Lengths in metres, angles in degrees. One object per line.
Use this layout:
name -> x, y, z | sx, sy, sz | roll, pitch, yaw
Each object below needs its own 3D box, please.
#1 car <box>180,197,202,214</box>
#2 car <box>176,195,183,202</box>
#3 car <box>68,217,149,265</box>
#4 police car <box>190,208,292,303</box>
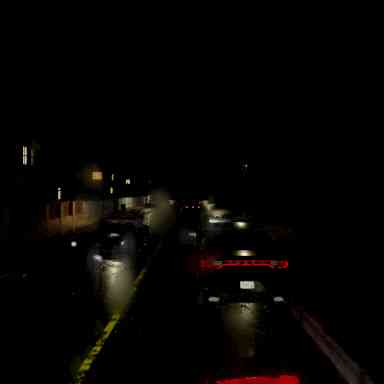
car -> 0.120, 1.548, 35.397 | 2.033, 1.411, 5.357 | 0, 0, 0
car -> -2.645, 1.466, 75.454 | 1.882, 1.535, 5.008 | 0, 0, 0
car -> -2.736, 1.603, 11.876 | 1.895, 1.301, 4.718 | 0, 0, 0
police car -> 0.972, 1.426, 8.421 | 1.930, 1.638, 5.238 | 0, 0, 0
